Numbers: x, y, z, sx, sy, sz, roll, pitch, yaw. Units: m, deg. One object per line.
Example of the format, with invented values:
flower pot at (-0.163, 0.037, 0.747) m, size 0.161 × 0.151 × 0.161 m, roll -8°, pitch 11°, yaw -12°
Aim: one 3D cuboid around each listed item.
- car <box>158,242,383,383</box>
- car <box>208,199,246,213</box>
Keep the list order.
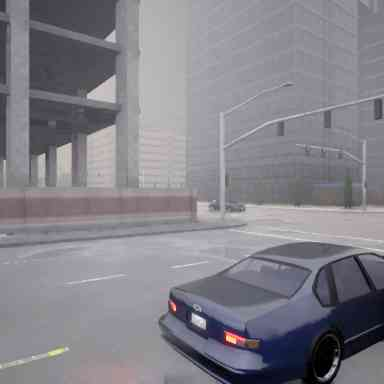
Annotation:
car at (2.130, 1.547, 5.310) m, size 5.357 × 1.411 × 2.033 m, roll 0°, pitch 0°, yaw -35°
car at (3.781, 1.506, 36.393) m, size 1.837 × 1.490 × 4.892 m, roll 0°, pitch 0°, yaw -36°
